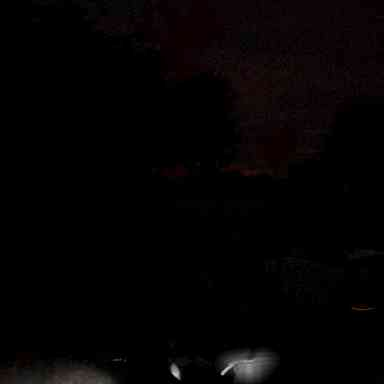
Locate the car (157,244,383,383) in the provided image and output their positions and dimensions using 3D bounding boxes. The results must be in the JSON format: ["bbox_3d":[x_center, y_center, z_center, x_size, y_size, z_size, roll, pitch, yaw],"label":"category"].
[{"bbox_3d":[1.786,1.525,4.619,4.674,1.442,1.812,0,0,-33],"label":"car"}]
